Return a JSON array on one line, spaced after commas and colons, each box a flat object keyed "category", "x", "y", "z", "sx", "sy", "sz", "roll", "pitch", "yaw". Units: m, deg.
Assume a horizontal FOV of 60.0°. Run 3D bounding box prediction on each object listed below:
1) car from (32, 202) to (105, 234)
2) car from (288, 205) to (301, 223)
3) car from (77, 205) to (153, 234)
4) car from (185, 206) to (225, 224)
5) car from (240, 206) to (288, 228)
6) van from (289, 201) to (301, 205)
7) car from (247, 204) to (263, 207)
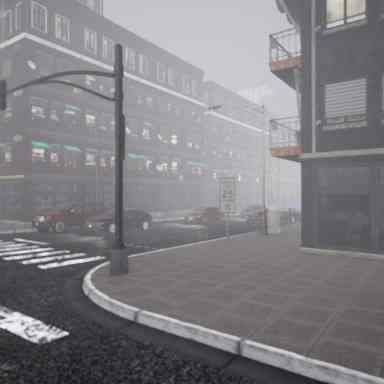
[{"category": "car", "x": -7.693, "y": 1.604, "z": 21.674, "sx": 2.192, "sy": 1.841, "sz": 5.009, "roll": -1, "pitch": -2, "yaw": 35}, {"category": "car", "x": 8.985, "y": 2.121, "z": 30.856, "sx": 2.008, "sy": 1.369, "sz": 4.403, "roll": -2, "pitch": -2, "yaw": 35}, {"category": "car", "x": -4.606, "y": 1.815, "z": 21.533, "sx": 1.837, "sy": 1.490, "sz": 4.892, "roll": 0, "pitch": -1, "yaw": 35}, {"category": "car", "x": 1.249, "y": 2.020, "z": 29.836, "sx": 1.812, "sy": 1.442, "sz": 4.674, "roll": 0, "pitch": -1, "yaw": 35}, {"category": "car", "x": 5.712, "y": 2.048, "z": 26.207, "sx": 1.802, "sy": 1.307, "sz": 4.206, "roll": -2, "pitch": -2, "yaw": 35}, {"category": "van", "x": 18.483, "y": 2.464, "z": 58.854, "sx": 1.690, "sy": 1.788, "sz": 3.998, "roll": -2, "pitch": -2, "yaw": 35}, {"category": "car", "x": 7.225, "y": 2.189, "z": 38.312, "sx": 1.837, "sy": 1.490, "sz": 4.892, "roll": 0, "pitch": -1, "yaw": 36}]
